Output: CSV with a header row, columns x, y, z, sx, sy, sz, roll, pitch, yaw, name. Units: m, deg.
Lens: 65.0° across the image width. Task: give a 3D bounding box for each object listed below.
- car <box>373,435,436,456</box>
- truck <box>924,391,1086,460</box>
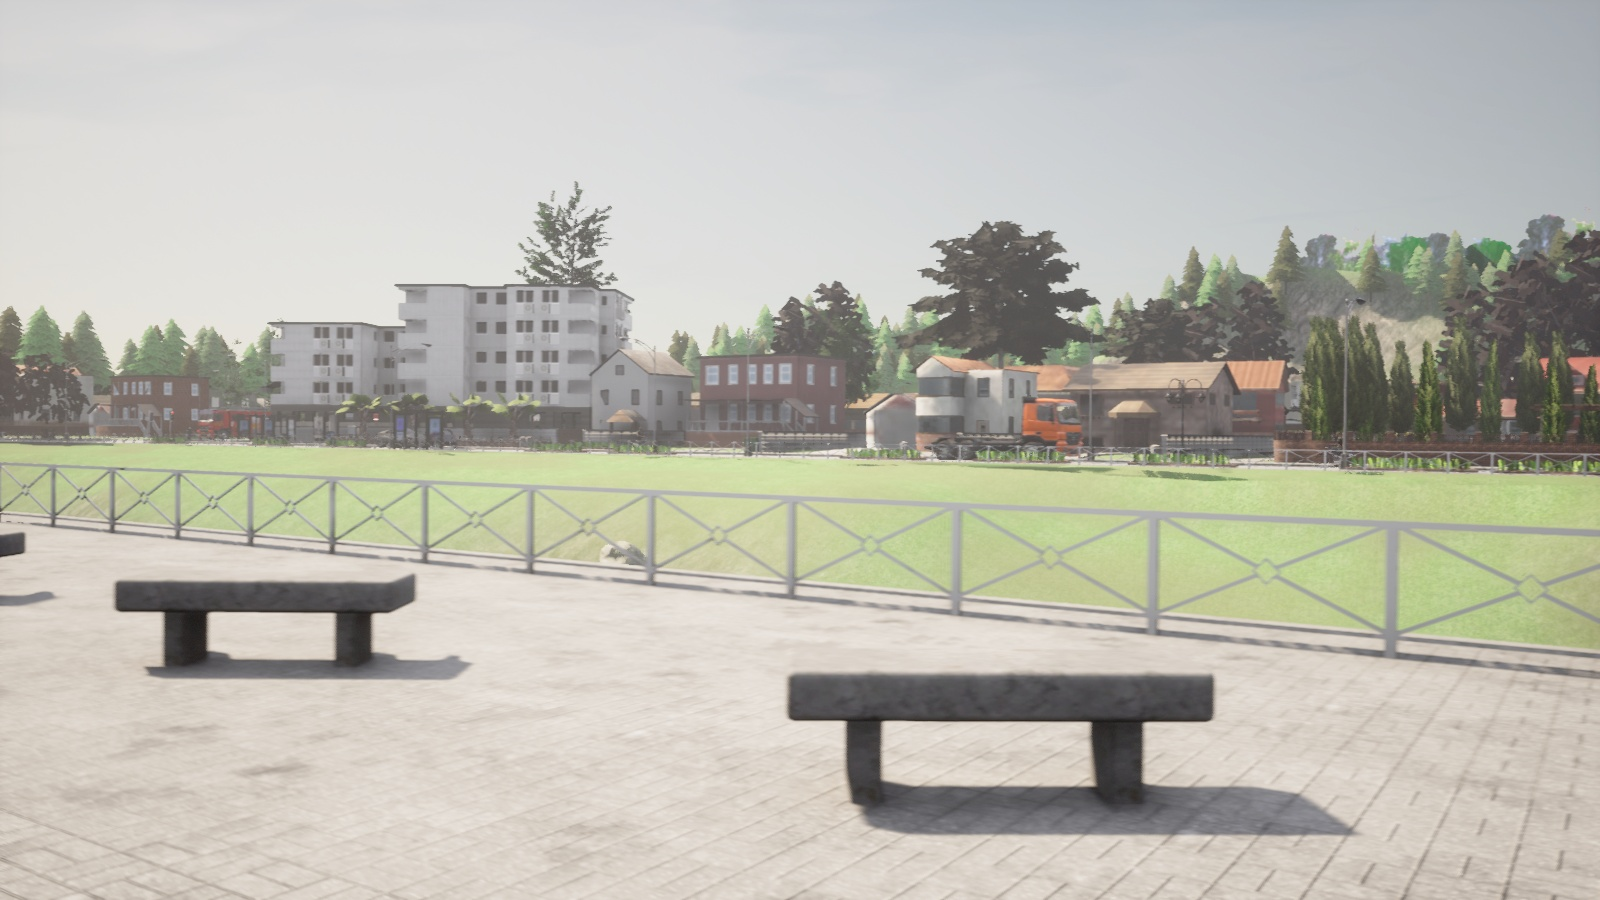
x,y,z,sx,sy,sz,roll,pitch,yaw,name
-29.244,-0.326,92.887,4.514,1.525,2.007,0,1,34,car
10.758,-1.254,66.295,7.936,3.462,2.891,0,1,34,truck
